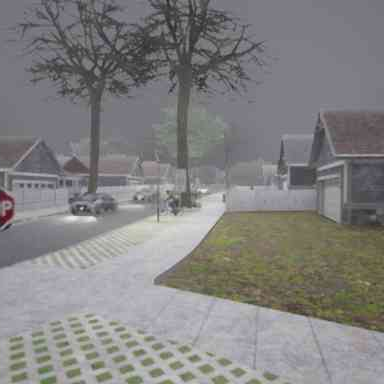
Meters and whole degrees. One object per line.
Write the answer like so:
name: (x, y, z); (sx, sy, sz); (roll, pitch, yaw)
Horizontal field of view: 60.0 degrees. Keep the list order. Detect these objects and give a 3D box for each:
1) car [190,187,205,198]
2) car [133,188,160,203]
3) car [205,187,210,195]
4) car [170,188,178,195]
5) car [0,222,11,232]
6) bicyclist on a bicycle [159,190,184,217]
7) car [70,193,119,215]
car: (0.128, 0.061, 45.465); (1.895, 1.301, 4.718); (1, 2, 10)
car: (-4.689, 0.295, 34.817); (2.128, 1.511, 4.902); (1, 2, 10)
car: (1.808, -0.263, 55.329); (1.895, 1.301, 4.718); (1, 2, 10)
car: (-1.917, -0.114, 50.030); (1.994, 1.385, 4.181); (1, 2, 10)
car: (-9.168, 1.260, 11.926); (2.033, 1.411, 5.357); (1, 3, 15)
bicyclist on a bicycle: (-1.308, 0.707, 20.265); (1.656, 1.620, 0.582); (1, 2, 10)
car: (-6.739, 0.796, 23.279); (1.994, 1.385, 4.181); (1, 2, 10)
